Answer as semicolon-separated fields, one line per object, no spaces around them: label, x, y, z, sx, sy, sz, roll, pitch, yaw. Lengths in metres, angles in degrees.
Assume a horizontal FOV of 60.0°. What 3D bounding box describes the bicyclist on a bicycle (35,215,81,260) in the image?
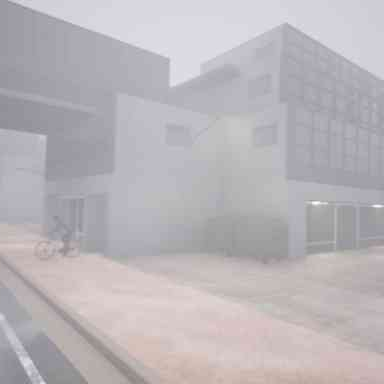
bicyclist on a bicycle;-4.866;1.660;12.230;1.656;1.620;0.582;3;-3;-38
